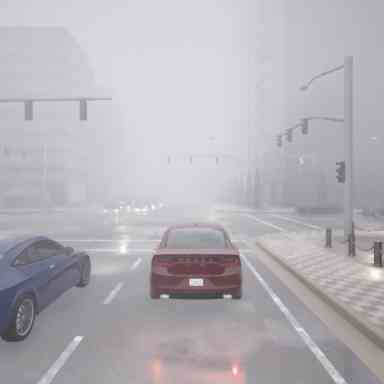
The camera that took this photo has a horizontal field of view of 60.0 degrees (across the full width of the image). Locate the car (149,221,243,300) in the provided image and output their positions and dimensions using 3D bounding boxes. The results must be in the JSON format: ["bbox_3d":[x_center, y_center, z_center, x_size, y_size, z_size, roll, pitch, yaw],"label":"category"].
[{"bbox_3d":[0.094,1.478,8.481,1.882,1.535,5.008,0,0,0],"label":"car"}]

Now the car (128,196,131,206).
[{"bbox_3d":[-10.494,1.491,54.767,2.128,1.511,4.902,0,0,0],"label":"car"}]

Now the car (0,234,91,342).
[{"bbox_3d":[-3.419,1.526,6.352,1.812,1.442,4.674,0,0,0],"label":"car"}]

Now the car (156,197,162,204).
[{"bbox_3d":[-6.979,1.491,57.933,2.128,1.511,4.902,0,0,0],"label":"car"}]

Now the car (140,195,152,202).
[{"bbox_3d":[-10.371,1.478,75.152,1.882,1.535,5.008,0,0,0],"label":"car"}]

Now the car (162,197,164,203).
[{"bbox_3d":[-6.889,1.601,68.224,1.895,1.301,4.718,0,0,0],"label":"car"}]

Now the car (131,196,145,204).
[{"bbox_3d":[-10.425,1.564,64.765,1.994,1.385,4.181,0,0,1],"label":"car"}]

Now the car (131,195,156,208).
[{"bbox_3d":[-7.013,1.491,48.626,2.128,1.511,4.902,0,0,0],"label":"car"}]

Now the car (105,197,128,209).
[{"bbox_3d":[-10.520,1.505,45.539,1.837,1.490,4.892,0,0,0],"label":"car"}]

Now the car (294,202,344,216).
[{"bbox_3d":[12.036,1.545,30.908,4.718,1.301,1.895,0,0,1],"label":"car"}]

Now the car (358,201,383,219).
[{"bbox_3d":[16.327,1.436,27.364,4.902,1.511,2.128,0,0,0],"label":"car"}]
